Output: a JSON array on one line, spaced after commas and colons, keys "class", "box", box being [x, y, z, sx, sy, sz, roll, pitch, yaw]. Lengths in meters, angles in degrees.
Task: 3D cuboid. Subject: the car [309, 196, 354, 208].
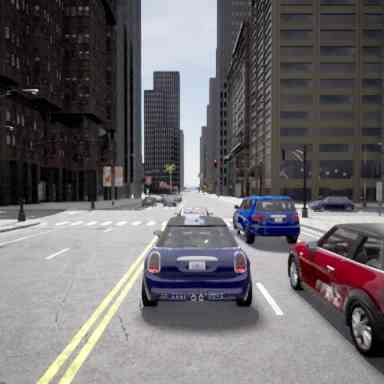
[{"class": "car", "box": [15.422, 1.273, 36.937, 4.553, 1.767, 2.097, 0, 1, -1]}]

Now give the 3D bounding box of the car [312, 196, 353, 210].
[{"class": "car", "box": [16.670, 1.318, 39.636, 4.097, 1.590, 1.967, 0, 1, 0]}]

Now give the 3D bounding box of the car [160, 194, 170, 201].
[{"class": "car", "box": [-6.518, 1.299, 80.211, 2.097, 1.767, 4.553, 0, 0, 0]}]

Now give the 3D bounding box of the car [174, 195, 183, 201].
[{"class": "car", "box": [-3.268, 1.483, 80.955, 2.033, 1.411, 5.357, 0, 0, 0]}]

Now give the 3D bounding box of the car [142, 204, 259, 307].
[{"class": "car", "box": [0.094, 1.347, 8.138, 2.097, 1.767, 4.553, 0, 0, 0]}]

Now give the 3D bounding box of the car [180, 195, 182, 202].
[{"class": "car", "box": [-3.268, 1.473, 69.144, 1.812, 1.442, 4.674, 0, 0, 0]}]

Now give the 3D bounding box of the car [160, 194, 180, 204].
[{"class": "car", "box": [-3.344, 1.484, 51.328, 1.812, 1.442, 4.674, 0, 1, 2]}]

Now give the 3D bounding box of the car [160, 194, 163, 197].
[{"class": "car", "box": [-6.555, 1.513, 65.316, 1.994, 1.385, 4.181, 0, 0, 1]}]

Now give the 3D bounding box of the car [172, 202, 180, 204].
[{"class": "car", "box": [0.089, 1.477, 17.075, 2.128, 1.511, 4.902, 0, 0, 0]}]

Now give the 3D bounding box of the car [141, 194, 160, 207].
[{"class": "car", "box": [-6.597, 1.459, 51.383, 1.837, 1.490, 4.892, 0, 1, 2]}]

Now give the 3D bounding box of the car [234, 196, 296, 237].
[{"class": "car", "box": [3.349, 1.208, 15.890, 2.150, 2.045, 5.566, 0, 0, -2]}]

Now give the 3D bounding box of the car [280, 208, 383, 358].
[{"class": "car", "box": [3.344, 1.348, 6.180, 2.097, 1.767, 4.553, 0, 0, 0]}]
